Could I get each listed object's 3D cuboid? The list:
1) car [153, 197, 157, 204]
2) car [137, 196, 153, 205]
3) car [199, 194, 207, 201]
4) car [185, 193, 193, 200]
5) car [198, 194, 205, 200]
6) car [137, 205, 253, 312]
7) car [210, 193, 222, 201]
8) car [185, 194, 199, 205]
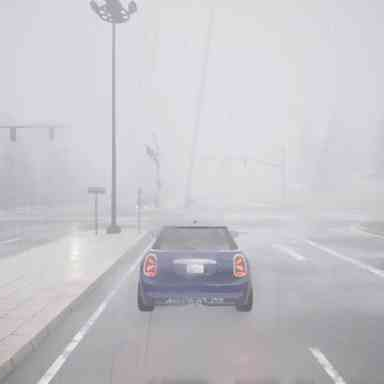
[{"bbox_3d":[-8.370,1.505,66.268,1.837,1.490,4.892,0,0,0],"label":"car"},{"bbox_3d":[-8.282,1.505,57.059,1.837,1.490,4.892,0,0,-1],"label":"car"},{"bbox_3d":[2.852,1.513,85.279,1.812,1.442,4.674,0,0,-1],"label":"car"},{"bbox_3d":[-0.812,1.189,95.577,2.150,2.045,5.566,0,0,-1],"label":"car"},{"bbox_3d":[2.688,1.442,95.603,1.882,1.535,5.008,0,0,-1],"label":"car"},{"bbox_3d":[0.071,1.352,7.897,2.097,1.767,4.553,0,0,0],"label":"car"},{"bbox_3d":[6.357,1.215,85.008,2.150,2.045,5.566,0,0,-1],"label":"car"},{"bbox_3d":[-0.161,1.526,54.717,1.812,1.442,4.674,0,0,-1],"label":"car"}]
